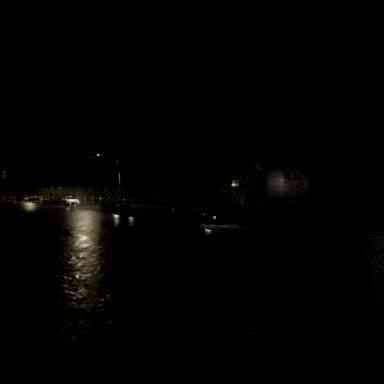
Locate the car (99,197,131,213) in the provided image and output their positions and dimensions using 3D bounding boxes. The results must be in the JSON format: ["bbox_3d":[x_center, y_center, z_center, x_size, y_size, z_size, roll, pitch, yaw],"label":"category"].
[{"bbox_3d":[-8.078,1.308,34.810,1.882,1.535,5.008,2,-1,-35],"label":"car"}]

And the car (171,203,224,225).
[{"bbox_3d":[0.317,1.463,23.137,1.994,1.385,4.181,2,-1,-36],"label":"car"}]

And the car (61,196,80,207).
[{"bbox_3d":[-17.715,1.345,48.325,1.812,1.442,4.674,2,-1,-35],"label":"car"}]

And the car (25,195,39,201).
[{"bbox_3d":[-40.457,1.650,84.628,1.895,1.301,4.718,2,-2,-36],"label":"car"}]
